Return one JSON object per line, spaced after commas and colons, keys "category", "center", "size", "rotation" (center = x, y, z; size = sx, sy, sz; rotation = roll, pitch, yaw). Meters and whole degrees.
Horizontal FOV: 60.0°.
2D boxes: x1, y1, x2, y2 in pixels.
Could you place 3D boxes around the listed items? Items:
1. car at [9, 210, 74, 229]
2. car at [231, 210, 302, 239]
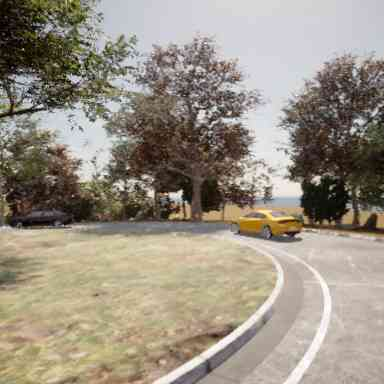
{"category": "car", "center": [-12.593, 2.261, 27.983], "size": [5.008, 1.535, 1.882], "rotation": [-1, -2, -7]}
{"category": "car", "center": [4.277, 1.837, 19.967], "size": [1.882, 1.535, 5.008], "rotation": [1, -2, -27]}
